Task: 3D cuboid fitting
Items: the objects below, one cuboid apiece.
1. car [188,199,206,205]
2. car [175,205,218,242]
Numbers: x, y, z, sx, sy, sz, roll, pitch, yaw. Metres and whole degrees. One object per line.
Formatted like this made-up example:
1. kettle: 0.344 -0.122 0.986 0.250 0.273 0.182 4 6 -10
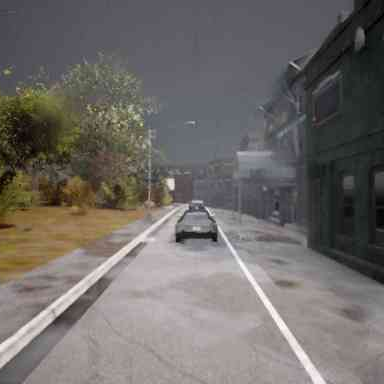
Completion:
1. car: 0.545 1.556 37.504 1.812 1.442 4.674 0 0 1
2. car: 0.225 1.570 16.544 1.994 1.385 4.181 0 0 1
